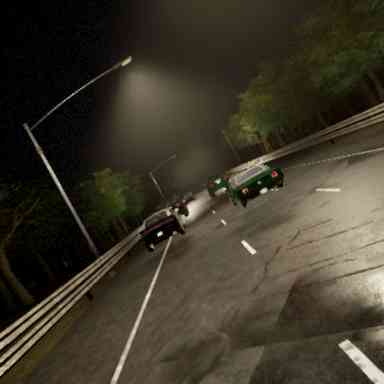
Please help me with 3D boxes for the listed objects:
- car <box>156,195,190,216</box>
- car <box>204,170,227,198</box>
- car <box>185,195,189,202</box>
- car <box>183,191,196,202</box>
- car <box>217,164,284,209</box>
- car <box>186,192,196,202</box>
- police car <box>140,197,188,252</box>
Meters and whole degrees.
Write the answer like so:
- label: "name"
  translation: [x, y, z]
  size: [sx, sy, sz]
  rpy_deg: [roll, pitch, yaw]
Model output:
- label: "car"
  translation: [-1.605, 1.428, 27.018]
  size: [2.150, 2.045, 5.566]
  rpy_deg: [-29, 0, 0]
- label: "car"
  translation: [2.471, -0.830, 32.865]
  size: [2.150, 2.045, 5.566]
  rpy_deg: [-29, 0, 0]
- label: "car"
  translation: [-1.488, 1.627, 32.991]
  size: [1.882, 1.535, 5.008]
  rpy_deg: [-29, 0, 0]
- label: "car"
  translation: [-0.555, 0.921, 71.460]
  size: [2.128, 1.511, 4.902]
  rpy_deg: [-29, 1, 0]
- label: "car"
  translation: [2.507, -0.315, 14.415]
  size: [1.895, 1.301, 4.718]
  rpy_deg: [-29, 0, 0]
- label: "car"
  translation: [-0.507, 1.085, 51.389]
  size: [2.033, 1.411, 5.357]
  rpy_deg: [-29, 0, 0]
- label: "police car"
  translation: [-1.500, 1.646, 17.100]
  size: [1.930, 1.638, 5.238]
  rpy_deg: [-29, 0, 0]
